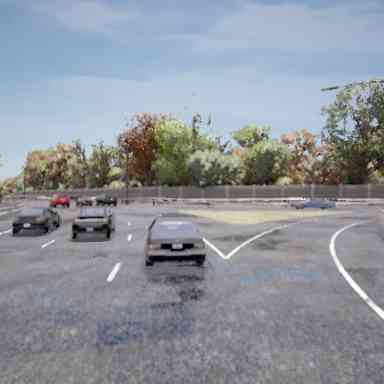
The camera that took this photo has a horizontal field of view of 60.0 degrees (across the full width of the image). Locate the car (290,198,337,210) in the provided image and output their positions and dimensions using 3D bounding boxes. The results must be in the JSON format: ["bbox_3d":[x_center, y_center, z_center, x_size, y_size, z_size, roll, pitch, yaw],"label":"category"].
[{"bbox_3d":[15.120,1.518,41.520,5.357,1.411,2.033,0,0,6],"label":"car"}]

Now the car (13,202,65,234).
[{"bbox_3d":[-9.028,1.571,19.555,1.812,1.442,4.674,0,0,-11],"label":"car"}]

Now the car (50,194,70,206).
[{"bbox_3d":[-19.812,1.325,49.944,2.150,2.045,5.566,0,0,-31],"label":"car"}]

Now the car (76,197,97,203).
[{"bbox_3d":[-16.719,1.597,51.588,1.837,1.490,4.892,0,0,-31],"label":"car"}]

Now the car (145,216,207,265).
[{"bbox_3d":[-0.680,1.556,11.736,2.033,1.411,5.357,0,0,-6],"label":"car"}]

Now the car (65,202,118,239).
[{"bbox_3d":[-5.135,1.521,17.775,2.128,1.511,4.902,0,0,-10],"label":"car"}]

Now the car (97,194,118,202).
[{"bbox_3d":[-13.660,1.303,53.284,2.150,2.045,5.566,0,0,-31],"label":"car"}]
